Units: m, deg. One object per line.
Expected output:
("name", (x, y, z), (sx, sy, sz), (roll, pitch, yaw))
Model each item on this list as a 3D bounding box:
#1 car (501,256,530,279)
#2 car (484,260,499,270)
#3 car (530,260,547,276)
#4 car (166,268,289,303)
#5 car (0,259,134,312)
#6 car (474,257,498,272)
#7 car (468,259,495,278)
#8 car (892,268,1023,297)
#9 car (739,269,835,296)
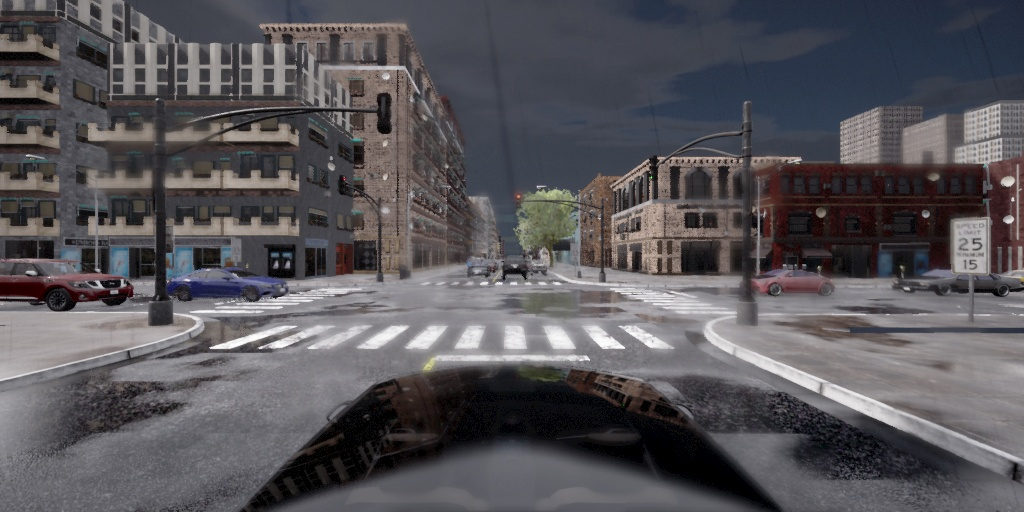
("car", (0.193, 0.996, 33.553), (2.150, 2.045, 5.566), (0, 0, -1))
("car", (-3.090, 1.372, 54.264), (1.994, 1.385, 4.181), (0, 0, 0))
("car", (2.687, 1.330, 37.010), (2.007, 1.370, 4.403), (0, 0, 0))
("car", (-12.526, 1.242, 15.910), (4.674, 1.442, 1.812), (0, 0, 0))
("car", (-17.278, 1.013, 13.289), (5.009, 1.841, 2.192), (0, 0, 0))
("car", (-3.102, 1.143, 44.254), (2.097, 1.767, 4.553), (0, 0, 0))
("car", (-3.105, 1.266, 34.360), (2.128, 1.511, 4.902), (0, 0, 0))
("car", (24.018, 1.412, 19.376), (5.357, 1.411, 2.033), (0, 0, 0))
("car", (14.717, 1.387, 19.308), (4.181, 1.385, 1.994), (0, 0, 0))
